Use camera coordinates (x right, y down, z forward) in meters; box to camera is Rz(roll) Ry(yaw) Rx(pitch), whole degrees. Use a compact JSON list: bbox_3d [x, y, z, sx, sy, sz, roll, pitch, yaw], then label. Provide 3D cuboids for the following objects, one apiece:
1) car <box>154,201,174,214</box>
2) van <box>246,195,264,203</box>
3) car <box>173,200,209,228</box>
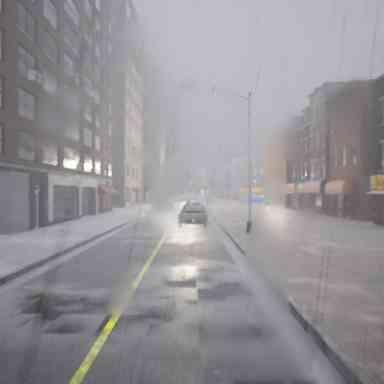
[{"bbox_3d":[-2.855,1.621,35.756,1.994,1.385,4.181,0,0,0],"label":"car"},{"bbox_3d":[13.712,1.482,72.356,3.998,1.788,1.690,0,0,0],"label":"van"},{"bbox_3d":[0.092,1.517,22.243,2.128,1.511,4.902,0,0,0],"label":"car"}]
